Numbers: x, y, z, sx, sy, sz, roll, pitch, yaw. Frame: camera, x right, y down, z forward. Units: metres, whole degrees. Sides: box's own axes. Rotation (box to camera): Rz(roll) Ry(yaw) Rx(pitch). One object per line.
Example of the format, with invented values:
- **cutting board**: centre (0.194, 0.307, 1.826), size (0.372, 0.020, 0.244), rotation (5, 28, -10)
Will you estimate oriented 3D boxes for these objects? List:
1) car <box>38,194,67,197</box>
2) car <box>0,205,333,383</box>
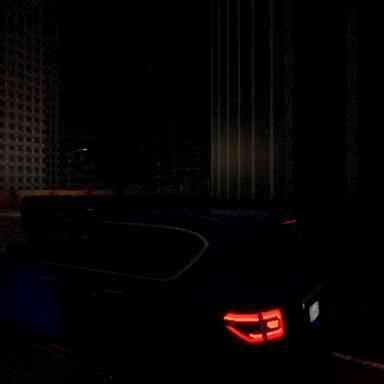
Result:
- **car**: centre (-16.852, 1.275, 38.498), size (2.150, 2.045, 5.566), rotation (0, 0, 36)
- **car**: centre (-1.021, 1.221, 4.715), size (5.566, 2.045, 2.150), rotation (0, 0, 35)
